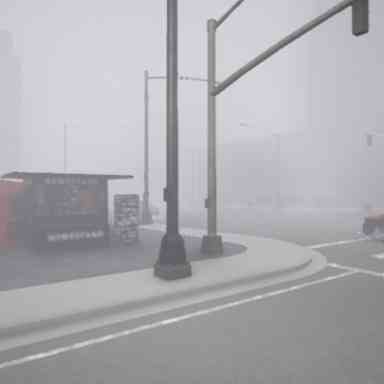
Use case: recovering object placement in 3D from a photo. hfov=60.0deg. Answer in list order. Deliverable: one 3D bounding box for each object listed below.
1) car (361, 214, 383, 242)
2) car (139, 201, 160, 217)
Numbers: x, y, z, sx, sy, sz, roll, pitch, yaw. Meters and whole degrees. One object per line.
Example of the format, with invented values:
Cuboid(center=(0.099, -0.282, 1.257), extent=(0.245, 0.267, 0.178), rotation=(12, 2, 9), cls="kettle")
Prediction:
Cuboid(center=(10.017, 1.499, 14.294), extent=(1.882, 1.535, 5.008), rotation=(0, 0, -36), cls="car")
Cuboid(center=(-5.210, 1.768, 35.277), extent=(1.837, 1.490, 4.892), rotation=(0, -1, -36), cls="car")
